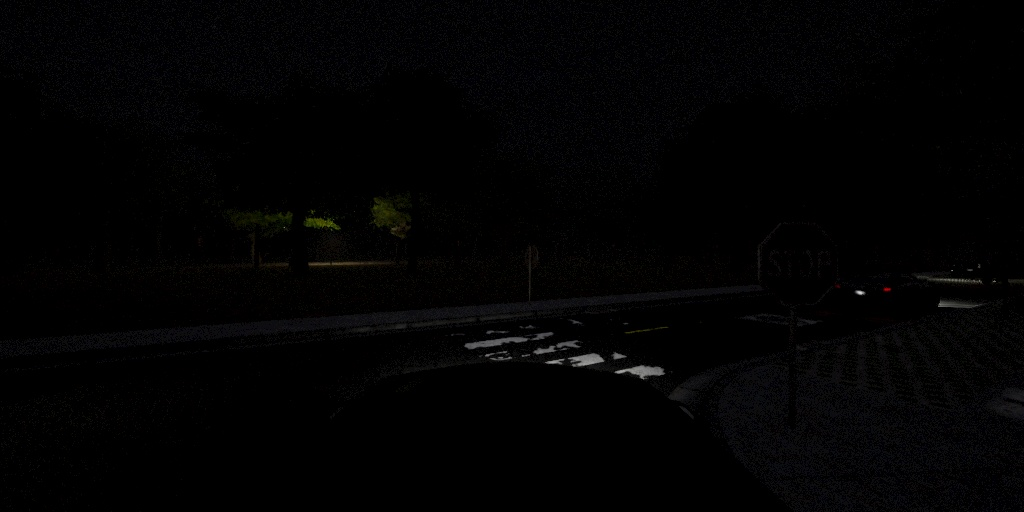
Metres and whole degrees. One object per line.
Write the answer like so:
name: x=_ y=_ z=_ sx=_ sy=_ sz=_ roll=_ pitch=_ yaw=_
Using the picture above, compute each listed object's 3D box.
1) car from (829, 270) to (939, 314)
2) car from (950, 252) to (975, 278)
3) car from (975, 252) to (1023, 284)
car: x=13.678 y=1.217 z=13.187 sx=4.181 sy=1.385 sz=1.994 roll=0 pitch=0 yaw=-28
car: x=37.602 y=0.715 z=28.811 sx=5.566 sy=2.045 sz=2.150 roll=0 pitch=0 yaw=-28
car: x=32.388 y=0.764 z=22.979 sx=5.566 sy=2.045 sz=2.150 roll=0 pitch=0 yaw=-28
